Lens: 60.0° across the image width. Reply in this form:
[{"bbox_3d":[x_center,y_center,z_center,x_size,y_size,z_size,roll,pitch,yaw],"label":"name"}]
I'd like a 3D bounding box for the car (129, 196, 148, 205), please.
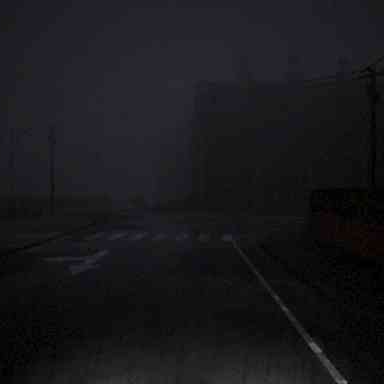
[{"bbox_3d":[-7.978,1.292,50.359,1.895,1.301,4.718,0,0,4],"label":"car"}]
